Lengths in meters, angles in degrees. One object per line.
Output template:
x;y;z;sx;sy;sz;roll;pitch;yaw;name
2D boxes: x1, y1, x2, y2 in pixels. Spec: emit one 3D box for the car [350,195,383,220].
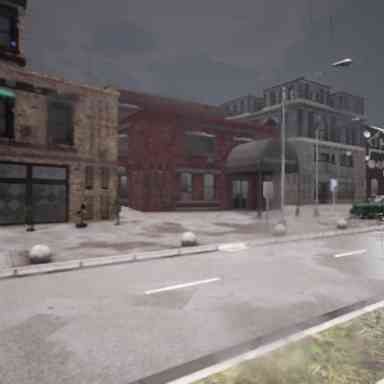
15.688;1.264;26.695;2.435;2.045;5.566;0;0;-35;car
